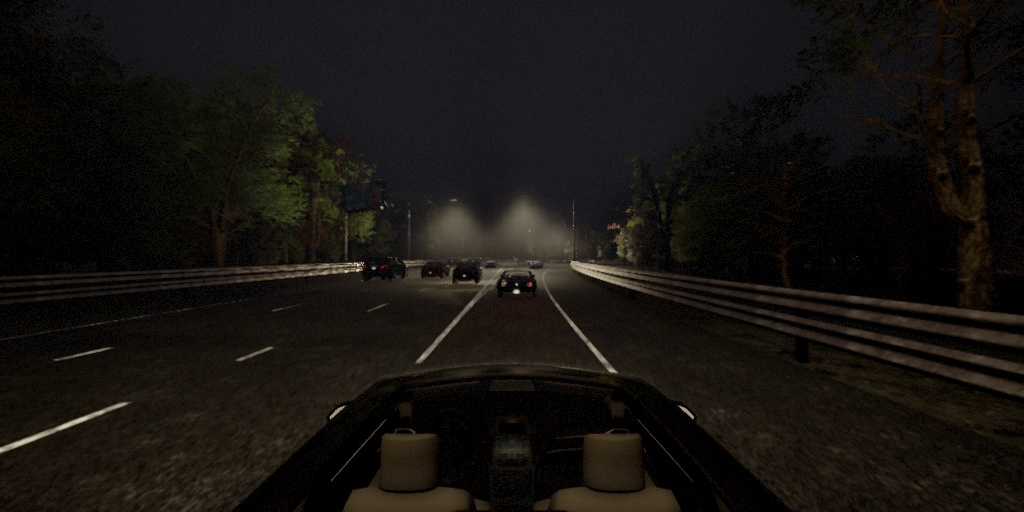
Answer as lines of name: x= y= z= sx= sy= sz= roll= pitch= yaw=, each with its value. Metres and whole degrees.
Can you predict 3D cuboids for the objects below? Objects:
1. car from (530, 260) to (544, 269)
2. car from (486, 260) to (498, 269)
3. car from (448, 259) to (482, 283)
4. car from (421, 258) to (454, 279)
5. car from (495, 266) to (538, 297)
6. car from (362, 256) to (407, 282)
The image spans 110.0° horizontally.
car: x=4.086 y=1.399 z=57.886 sx=2.033 sy=1.411 sz=5.357 roll=0 pitch=-1 yaw=10
car: x=-3.404 y=1.361 z=59.950 sx=2.033 sy=1.411 sz=5.357 roll=0 pitch=0 yaw=0
car: x=-3.402 y=1.256 z=27.994 sx=1.882 sy=1.535 sz=5.008 roll=0 pitch=0 yaw=0
car: x=-6.902 y=1.261 z=32.773 sx=1.882 sy=1.535 sz=5.008 roll=0 pitch=0 yaw=0
car: x=0.303 y=1.369 z=18.981 sx=1.895 sy=1.301 sz=4.718 roll=0 pitch=0 yaw=2
car: x=-10.402 y=1.003 z=29.667 sx=2.150 sy=2.045 sz=5.566 roll=0 pitch=0 yaw=0
